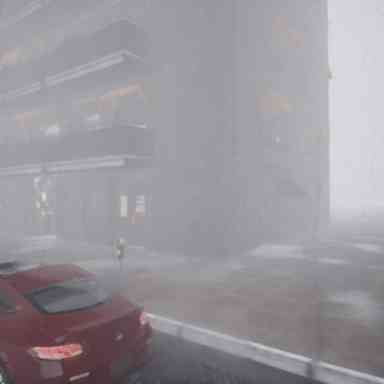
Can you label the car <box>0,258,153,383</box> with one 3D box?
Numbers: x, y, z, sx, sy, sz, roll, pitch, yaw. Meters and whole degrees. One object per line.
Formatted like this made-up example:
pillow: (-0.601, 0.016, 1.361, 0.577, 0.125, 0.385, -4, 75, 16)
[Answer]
car: (-2.406, 1.609, 4.597, 4.206, 1.307, 1.802, 0, -1, 36)
